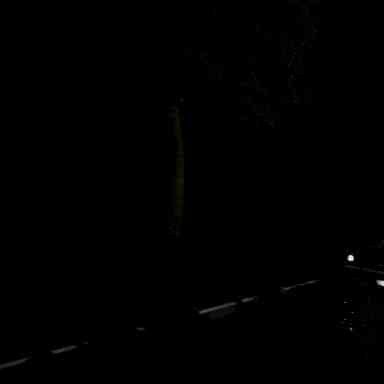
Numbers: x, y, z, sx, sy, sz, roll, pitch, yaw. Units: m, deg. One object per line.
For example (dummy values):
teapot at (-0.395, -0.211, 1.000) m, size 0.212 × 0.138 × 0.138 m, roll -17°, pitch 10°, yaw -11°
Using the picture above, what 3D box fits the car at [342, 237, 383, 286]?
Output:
car at (5.689, 1.527, 8.049) m, size 4.718 × 1.301 × 1.895 m, roll -1°, pitch 0°, yaw -35°
